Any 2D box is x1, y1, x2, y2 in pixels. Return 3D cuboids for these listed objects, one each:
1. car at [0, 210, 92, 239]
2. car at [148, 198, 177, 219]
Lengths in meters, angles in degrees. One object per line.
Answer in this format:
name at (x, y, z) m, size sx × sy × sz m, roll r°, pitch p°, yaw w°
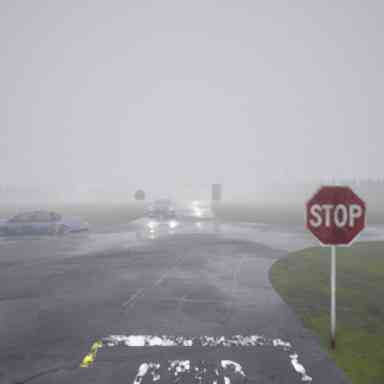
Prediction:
car at (-7.802, 1.596, 16.623) m, size 5.357 × 1.411 × 2.033 m, roll -1°, pitch 0°, yaw -13°
car at (-2.400, 1.299, 28.213) m, size 2.097 × 1.767 × 4.553 m, roll 0°, pitch 0°, yaw 1°
